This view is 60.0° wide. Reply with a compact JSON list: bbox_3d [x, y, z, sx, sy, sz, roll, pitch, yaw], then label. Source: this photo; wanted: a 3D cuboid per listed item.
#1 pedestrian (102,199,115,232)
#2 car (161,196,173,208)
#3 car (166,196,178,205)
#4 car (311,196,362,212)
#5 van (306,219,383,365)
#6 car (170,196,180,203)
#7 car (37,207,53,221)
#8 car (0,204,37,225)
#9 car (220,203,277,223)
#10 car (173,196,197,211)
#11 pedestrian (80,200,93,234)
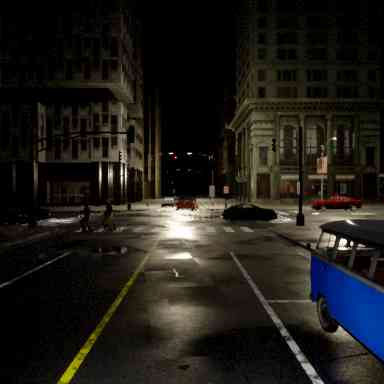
[{"bbox_3d":[-4.579,1.287,18.245,0.375,1.860,0.375,0,0,0],"label":"pedestrian"},{"bbox_3d":[-3.353,1.509,48.237,2.033,1.411,5.357,0,0,0],"label":"car"},{"bbox_3d":[-3.454,1.490,58.445,2.033,1.411,5.357,0,0,-1],"label":"car"},{"bbox_3d":[15.103,1.218,34.937,5.008,1.535,1.882,-1,0,0],"label":"car"},{"bbox_3d":[2.836,1.341,4.232,1.690,1.788,3.998,0,0,0],"label":"van"},{"bbox_3d":[-3.489,1.483,68.590,1.994,1.385,4.181,0,0,-1],"label":"car"},{"bbox_3d":[-14.051,1.727,28.159,4.181,1.385,1.994,-1,0,-1],"label":"car"},{"bbox_3d":[-14.510,1.713,24.845,4.674,1.442,1.812,-1,0,0],"label":"car"},{"bbox_3d":[4.216,1.531,24.941,4.181,1.385,1.994,-1,0,0],"label":"car"},{"bbox_3d":[-0.581,1.325,40.347,2.097,1.767,4.553,0,0,6],"label":"car"},{"bbox_3d":[-5.650,1.287,17.644,0.375,1.860,0.375,0,0,0],"label":"pedestrian"}]
